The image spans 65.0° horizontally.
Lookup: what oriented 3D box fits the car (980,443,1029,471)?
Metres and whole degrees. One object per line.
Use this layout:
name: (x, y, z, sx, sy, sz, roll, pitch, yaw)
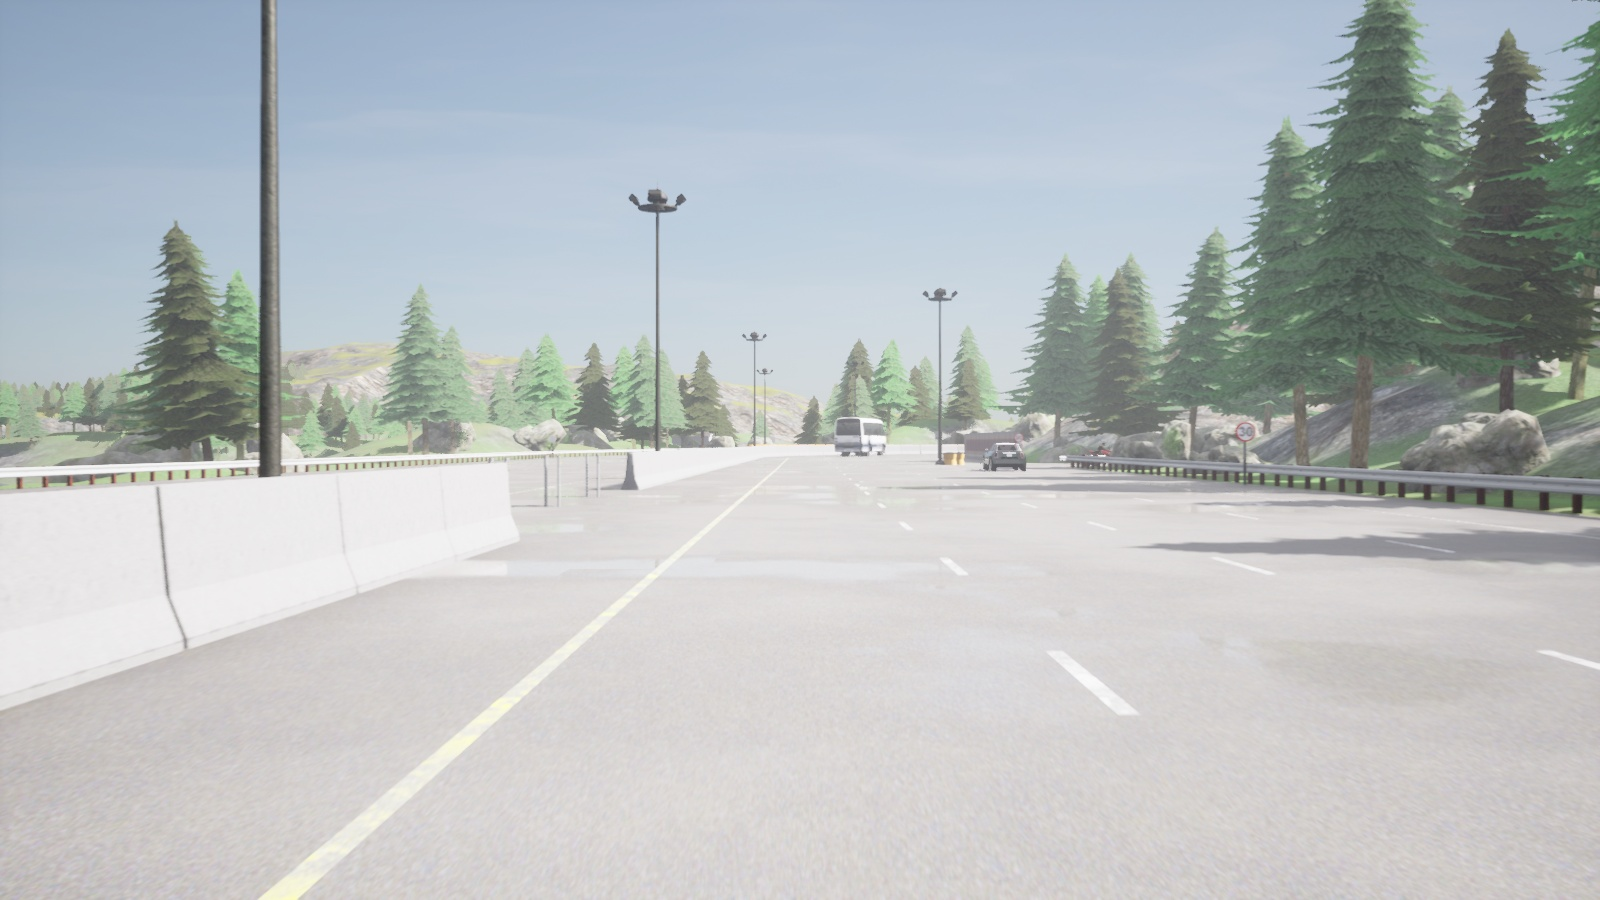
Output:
car: (10.901, 0.342, 67.165, 1.970, 1.475, 3.806, 0, 0, 0)
